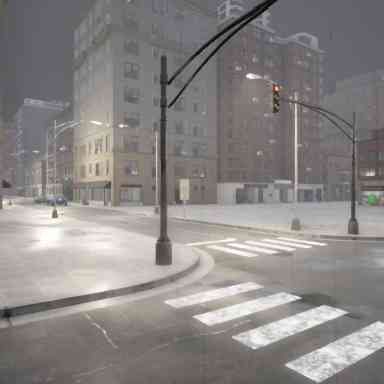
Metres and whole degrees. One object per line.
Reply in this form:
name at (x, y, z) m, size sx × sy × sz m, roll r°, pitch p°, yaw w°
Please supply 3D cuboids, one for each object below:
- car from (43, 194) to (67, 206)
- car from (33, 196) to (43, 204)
car at (-19.661, 1.119, 48.181) m, size 2.097 × 1.767 × 4.553 m, roll 0°, pitch 0°, yaw -36°
car at (-25.456, 1.287, 56.294) m, size 1.994 × 1.385 × 4.181 m, roll 0°, pitch 0°, yaw -36°
